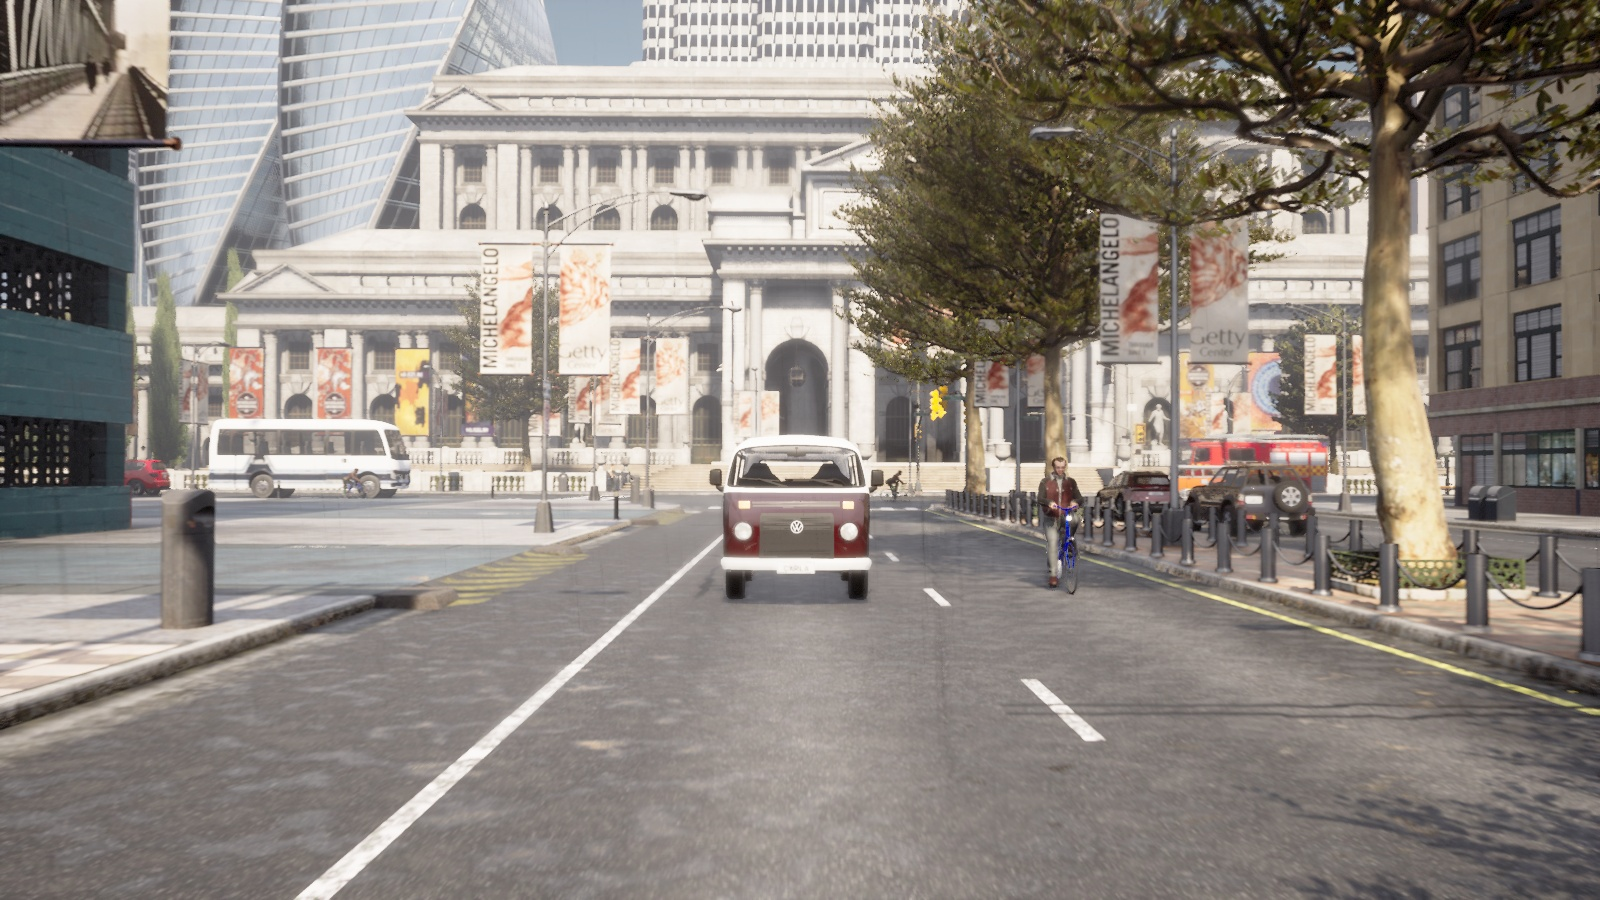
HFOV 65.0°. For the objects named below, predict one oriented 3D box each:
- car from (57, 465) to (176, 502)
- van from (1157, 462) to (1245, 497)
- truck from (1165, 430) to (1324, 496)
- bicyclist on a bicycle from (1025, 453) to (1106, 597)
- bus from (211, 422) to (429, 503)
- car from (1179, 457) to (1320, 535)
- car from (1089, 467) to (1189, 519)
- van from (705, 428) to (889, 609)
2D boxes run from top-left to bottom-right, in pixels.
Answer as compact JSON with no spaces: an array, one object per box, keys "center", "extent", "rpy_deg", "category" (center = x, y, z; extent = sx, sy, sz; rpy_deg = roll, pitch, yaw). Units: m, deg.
[{"center":[-38.867,1.885,71.464],"extent":[5.566,2.045,2.150],"rpy_deg":[0,-1,-2],"category":"car"},{"center":[22.791,1.673,71.503],"extent":[4.442,1.987,1.775],"rpy_deg":[0,-1,-1],"category":"van"},{"center":[26.476,0.800,75.034],"extent":[8.468,3.827,2.891],"rpy_deg":[0,-1,0],"category":"truck"},{"center":[3.459,0.948,16.515],"extent":[0.659,1.776,1.843],"rpy_deg":[0,-1,0],"category":"bicyclist on a bicycle"},{"center":[-25.857,0.682,68.106],"extent":[10.273,4.253,3.944],"rpy_deg":[0,-1,0],"category":"bus"},{"center":[11.421,1.126,32.293],"extent":[1.932,1.855,4.605],"rpy_deg":[0,-1,0],"category":"car"},{"center":[11.348,1.408,42.356],"extent":[2.033,1.649,4.856],"rpy_deg":[0,-1,0],"category":"car"},{"center":[-0.041,0.814,16.452],"extent":[2.069,2.038,4.480],"rpy_deg":[0,-1,0],"category":"van"}]
